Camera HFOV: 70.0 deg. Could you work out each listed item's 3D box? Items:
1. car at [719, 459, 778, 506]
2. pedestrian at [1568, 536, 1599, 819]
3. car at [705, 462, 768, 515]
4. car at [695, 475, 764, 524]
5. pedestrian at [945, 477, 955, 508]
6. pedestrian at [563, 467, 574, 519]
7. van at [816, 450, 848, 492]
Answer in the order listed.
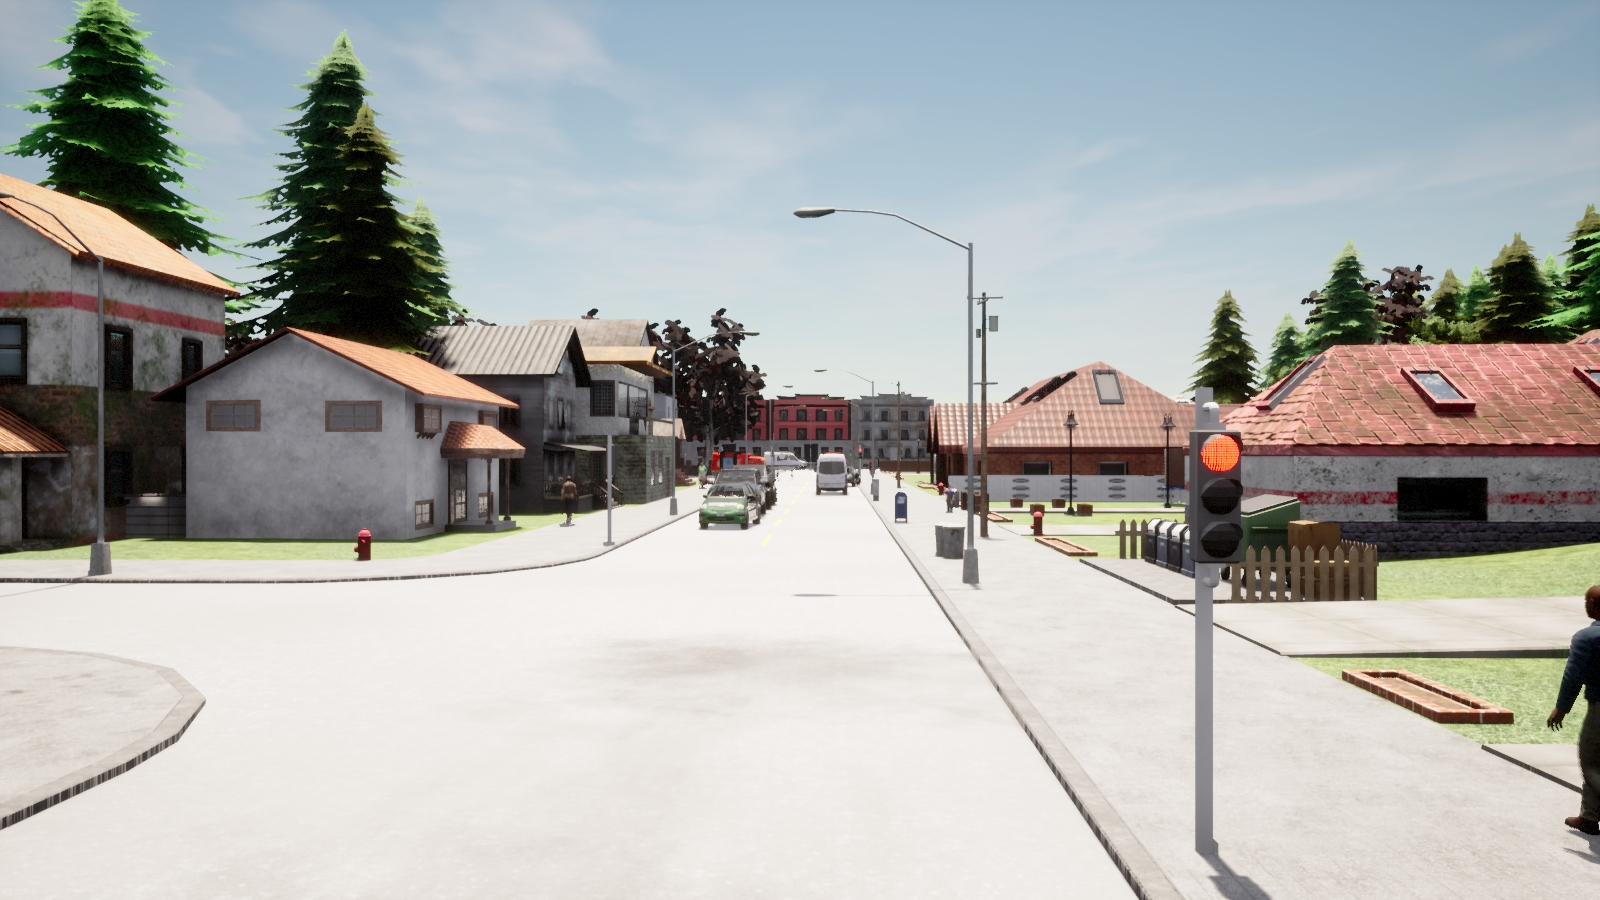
[{"bbox_3d":[-2.451,1.534,55.813,2.390,2.098,6.274,0,0,2],"label":"car"},{"bbox_3d":[5.496,1.524,7.705,0.375,1.860,0.375,0,0,-6],"label":"pedestrian"},{"bbox_3d":[-2.626,1.559,48.404,2.150,2.045,5.566,0,0,2],"label":"car"},{"bbox_3d":[-2.533,1.779,41.798,1.851,1.617,3.988,0,0,7],"label":"car"},{"bbox_3d":[6.363,1.803,48.505,0.375,1.300,0.375,0,0,2],"label":"pedestrian"},{"bbox_3d":[-8.264,1.525,40.727,0.375,1.860,0.375,0,0,-11],"label":"pedestrian"},{"bbox_3d":[2.035,1.315,73.194,1.988,2.561,5.915,0,0,2],"label":"van"}]
